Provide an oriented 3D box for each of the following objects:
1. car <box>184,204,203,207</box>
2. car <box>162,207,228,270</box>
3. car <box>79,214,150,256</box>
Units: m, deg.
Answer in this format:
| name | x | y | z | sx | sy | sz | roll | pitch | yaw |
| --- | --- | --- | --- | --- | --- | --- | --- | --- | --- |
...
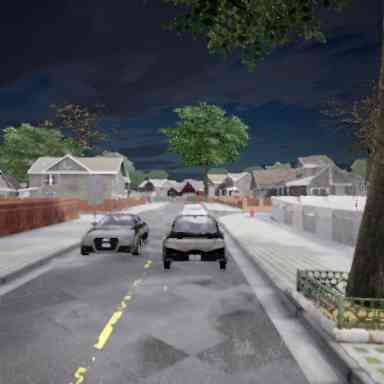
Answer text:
| name | x | y | z | sx | sy | sz | roll | pitch | yaw |
| --- | --- | --- | --- | --- | --- | --- | --- | --- | --- |
| car | 0.095 | 1.512 | 22.103 | 1.812 | 1.442 | 4.674 | 0 | 0 | 1 |
| car | 0.098 | 1.475 | 10.979 | 2.128 | 1.511 | 4.902 | 0 | 0 | 0 |
| car | -2.805 | 1.547 | 12.871 | 1.994 | 1.385 | 4.181 | 0 | 0 | 0 |
